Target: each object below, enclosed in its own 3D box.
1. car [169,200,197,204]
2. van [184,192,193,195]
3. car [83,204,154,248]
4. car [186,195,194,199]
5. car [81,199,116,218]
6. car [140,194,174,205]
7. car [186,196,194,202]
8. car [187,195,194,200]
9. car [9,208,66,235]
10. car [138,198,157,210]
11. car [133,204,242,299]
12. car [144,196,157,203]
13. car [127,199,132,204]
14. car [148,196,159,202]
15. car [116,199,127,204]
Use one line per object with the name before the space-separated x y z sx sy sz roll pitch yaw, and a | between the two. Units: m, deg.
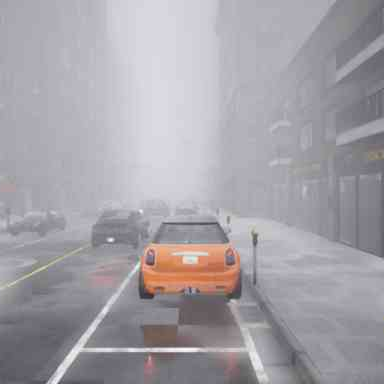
car | -0.383 1.551 24.063 2.008 1.369 4.403 0 0 0
van | -0.383 1.339 67.702 1.690 1.788 3.998 0 0 0
car | -3.015 1.508 14.784 1.837 1.490 4.892 0 0 0
car | -0.383 1.440 35.101 1.967 1.590 4.097 0 0 0
car | -8.408 1.440 29.575 1.967 1.590 4.097 0 0 0
car | -3.018 1.350 29.556 2.097 1.767 4.553 0 0 0
car | -0.383 1.579 79.064 1.802 1.307 4.206 0 0 0
car | -0.383 1.575 90.427 1.802 1.307 4.206 0 0 0
car | -8.408 1.582 18.538 1.802 1.307 4.206 0 0 0
car | -5.776 1.526 43.832 1.812 1.442 4.674 0 0 0
car | -0.033 1.352 8.620 2.097 1.767 4.553 0 0 0
car | -8.408 1.549 67.693 2.008 1.369 4.403 0 0 0
car | -8.408 1.551 40.611 2.008 1.369 4.403 0 0 0
car | -8.408 1.543 73.374 1.887 1.381 4.507 0 0 0
car | -8.408 1.525 34.923 1.752 1.417 4.829 0 0 0
